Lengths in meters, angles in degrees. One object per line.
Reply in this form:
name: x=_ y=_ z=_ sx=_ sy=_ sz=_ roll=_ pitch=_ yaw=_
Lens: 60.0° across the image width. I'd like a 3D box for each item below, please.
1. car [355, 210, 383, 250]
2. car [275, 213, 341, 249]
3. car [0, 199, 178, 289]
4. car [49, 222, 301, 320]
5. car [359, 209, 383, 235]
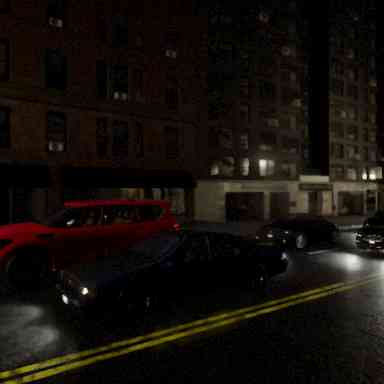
car: x=8.694 y=1.651 z=13.822 sx=4.892 sy=1.490 sz=1.837 roll=1 pitch=-1 yaw=-35
car: x=4.896 y=1.681 z=15.118 sx=4.181 sy=1.385 sz=1.994 roll=1 pitch=0 yaw=-36
car: x=-2.937 y=1.243 z=9.570 sx=5.566 sy=2.045 sz=2.150 roll=1 pitch=0 yaw=-35
car: x=-0.125 y=1.583 z=7.582 sx=5.357 sy=1.411 sz=2.033 roll=1 pitch=0 yaw=-35
car: x=12.335 y=1.773 z=20.356 sx=4.181 sy=1.385 sz=1.994 roll=1 pitch=0 yaw=-35
